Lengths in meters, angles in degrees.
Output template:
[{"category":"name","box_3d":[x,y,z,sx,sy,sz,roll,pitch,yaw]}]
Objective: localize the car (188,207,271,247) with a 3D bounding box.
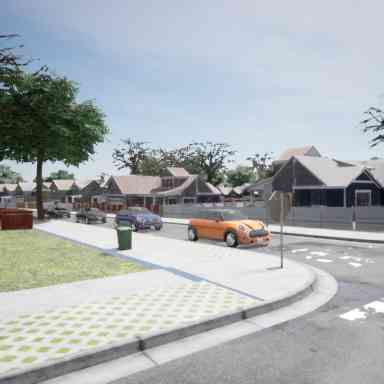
[{"category":"car","box_3d":[1.746,1.662,16.787,2.097,1.767,4.553,0,-1,-36]}]

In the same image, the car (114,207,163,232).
[{"category":"car","box_3d":[-4.044,1.921,24.776,2.097,1.767,4.553,0,-1,-36]}]

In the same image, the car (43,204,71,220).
[{"category":"car","box_3d":[-16.597,2.585,41.510,1.837,1.490,4.892,0,-1,-38]}]

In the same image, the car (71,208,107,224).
[{"category":"car","box_3d":[-10.048,2.329,32.917,1.837,1.490,4.892,0,-1,-37]}]

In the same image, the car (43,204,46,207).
[{"category":"car","box_3d":[-23.370,2.747,54.449,2.097,1.767,4.553,0,-1,-41]}]
